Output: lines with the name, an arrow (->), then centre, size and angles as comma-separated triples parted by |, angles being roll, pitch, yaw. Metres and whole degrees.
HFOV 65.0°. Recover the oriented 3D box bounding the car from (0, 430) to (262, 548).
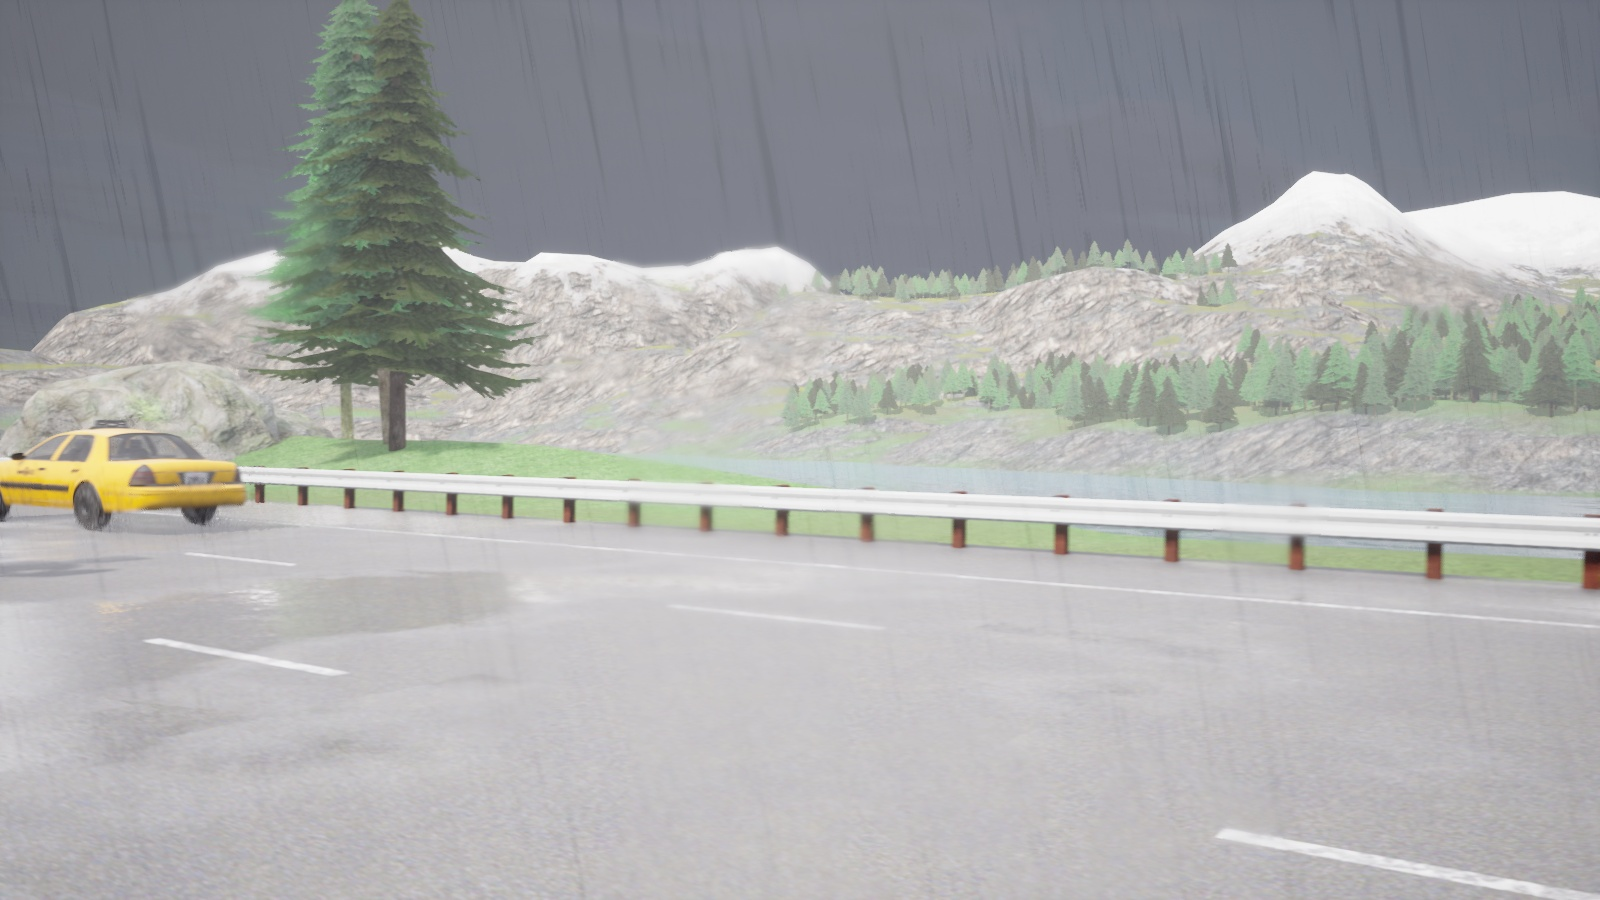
car -> -10.600, 0.506, 19.069 | 5.366, 1.575, 1.801 | 0, 1, 34
